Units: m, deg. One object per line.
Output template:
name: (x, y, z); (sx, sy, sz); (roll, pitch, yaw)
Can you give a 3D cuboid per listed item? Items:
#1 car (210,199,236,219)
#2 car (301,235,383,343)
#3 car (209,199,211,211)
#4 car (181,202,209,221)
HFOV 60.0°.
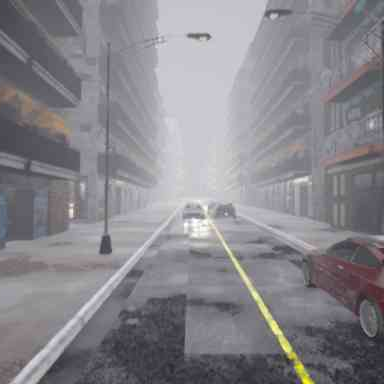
car: (2.926, 1.610, 30.390); (1.837, 1.490, 4.892); (0, 0, 1)
car: (3.597, 1.561, 6.377); (1.812, 1.442, 4.674); (0, 0, 0)
car: (2.973, 1.639, 43.365); (2.128, 1.511, 4.902); (0, 0, 1)
car: (0.129, 1.631, 28.002); (2.033, 1.411, 5.357); (0, 0, 0)
